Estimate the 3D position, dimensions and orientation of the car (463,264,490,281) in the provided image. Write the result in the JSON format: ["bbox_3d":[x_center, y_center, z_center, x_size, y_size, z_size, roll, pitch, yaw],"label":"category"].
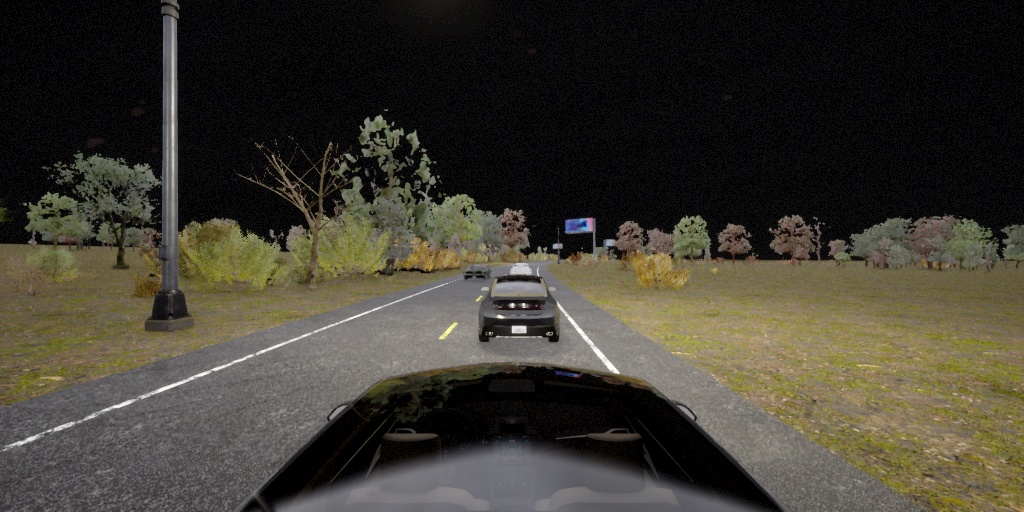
[{"bbox_3d":[-2.879,1.372,30.483,1.895,1.301,4.718,0,0,3],"label":"car"}]

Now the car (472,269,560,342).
[{"bbox_3d":[0.182,1.258,9.749,1.837,1.490,4.892,0,0,1],"label":"car"}]

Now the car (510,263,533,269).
[{"bbox_3d":[0.776,1.295,30.293,1.812,1.442,4.674,0,0,3],"label":"car"}]
